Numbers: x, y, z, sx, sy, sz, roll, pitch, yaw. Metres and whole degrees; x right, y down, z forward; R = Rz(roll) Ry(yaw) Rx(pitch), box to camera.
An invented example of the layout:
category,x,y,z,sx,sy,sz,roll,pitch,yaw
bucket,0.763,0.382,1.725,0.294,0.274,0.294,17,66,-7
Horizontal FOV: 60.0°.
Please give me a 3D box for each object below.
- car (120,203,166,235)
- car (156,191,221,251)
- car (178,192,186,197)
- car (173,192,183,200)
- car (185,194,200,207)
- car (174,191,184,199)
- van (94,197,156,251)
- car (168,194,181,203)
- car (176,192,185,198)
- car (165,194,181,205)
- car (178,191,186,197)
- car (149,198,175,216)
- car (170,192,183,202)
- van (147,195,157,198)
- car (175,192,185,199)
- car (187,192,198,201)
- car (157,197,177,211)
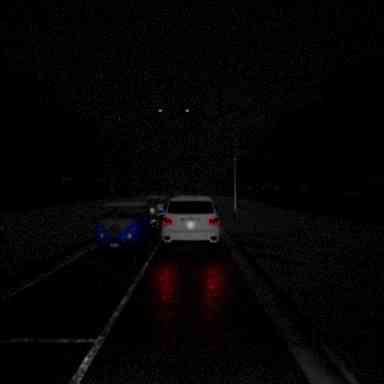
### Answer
category,x,y,z,sx,sy,sz,roll,pitch,yaw
car,-2.634,1.427,18.913,2.008,1.369,4.403,1,1,0
car,-0.031,1.145,13.927,2.150,2.045,5.566,0,1,0
car,-2.644,0.595,85.395,1.887,1.381,4.507,1,1,0
car,-2.639,0.792,63.065,1.752,1.417,4.829,1,1,0
car,0.094,1.027,43.718,1.837,1.490,4.892,0,1,0
car,-2.639,0.646,68.773,1.967,1.590,4.097,1,1,0
van,-2.633,1.269,13.366,1.690,1.788,3.998,0,0,0
car,-2.636,0.983,52.159,1.802,1.307,4.206,1,1,0
car,-2.644,0.667,79.855,1.947,1.339,4.313,1,1,0
car,-2.634,1.044,46.619,1.947,1.339,4.313,1,1,0
car,-2.645,0.550,90.936,2.008,1.369,4.403,1,1,0
car,-2.632,1.301,30.003,1.947,1.339,4.313,1,1,0
car,-2.636,0.770,57.695,1.967,1.590,4.097,1,1,0
van,-2.630,1.153,24.456,1.690,1.788,3.998,1,1,0
car,-2.642,0.702,74.314,2.008,1.369,4.403,1,1,0
car,0.090,0.800,60.747,1.837,1.490,4.892,0,1,0
car,-2.631,1.230,35.543,1.802,1.307,4.206,1,1,0
